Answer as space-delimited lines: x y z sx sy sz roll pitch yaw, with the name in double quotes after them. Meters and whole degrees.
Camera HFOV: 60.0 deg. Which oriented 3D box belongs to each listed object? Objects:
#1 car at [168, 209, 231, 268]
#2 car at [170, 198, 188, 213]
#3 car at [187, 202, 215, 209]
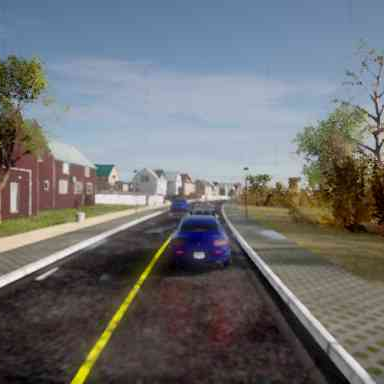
0.258 1.510 11.173 1.812 1.442 4.674 0 0 2 "car"
-1.310 1.464 37.448 1.882 1.535 5.008 0 0 5 "car"
0.905 1.576 26.916 1.895 1.301 4.718 0 0 3 "car"
